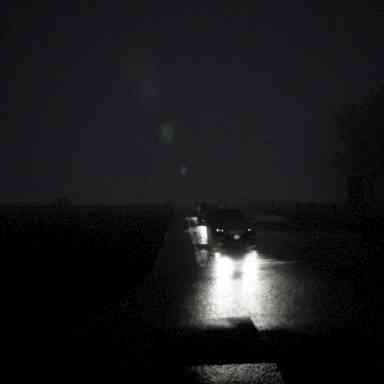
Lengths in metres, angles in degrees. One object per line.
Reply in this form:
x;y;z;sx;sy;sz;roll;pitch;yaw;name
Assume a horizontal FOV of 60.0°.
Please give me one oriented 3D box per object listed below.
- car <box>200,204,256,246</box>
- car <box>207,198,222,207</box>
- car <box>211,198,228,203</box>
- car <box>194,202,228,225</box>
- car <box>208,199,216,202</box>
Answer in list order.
1.741;1.580;15.905;2.128;1.511;4.902;-2;0;-2;car
4.075;1.833;60.779;2.128;1.511;4.902;-2;0;-2;car
4.385;1.762;50.407;1.837;1.490;4.892;-2;0;-2;car
1.430;1.732;25.895;1.994;1.385;4.181;-2;0;-3;car
1.125;1.799;36.462;2.033;1.411;5.357;-2;0;-2;car
